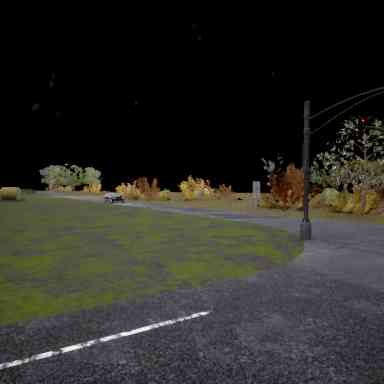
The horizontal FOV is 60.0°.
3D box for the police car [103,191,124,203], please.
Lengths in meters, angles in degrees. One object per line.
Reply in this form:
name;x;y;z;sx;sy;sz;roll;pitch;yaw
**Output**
police car;-11.663;0.743;49.702;1.930;1.638;5.238;1;0;-32
